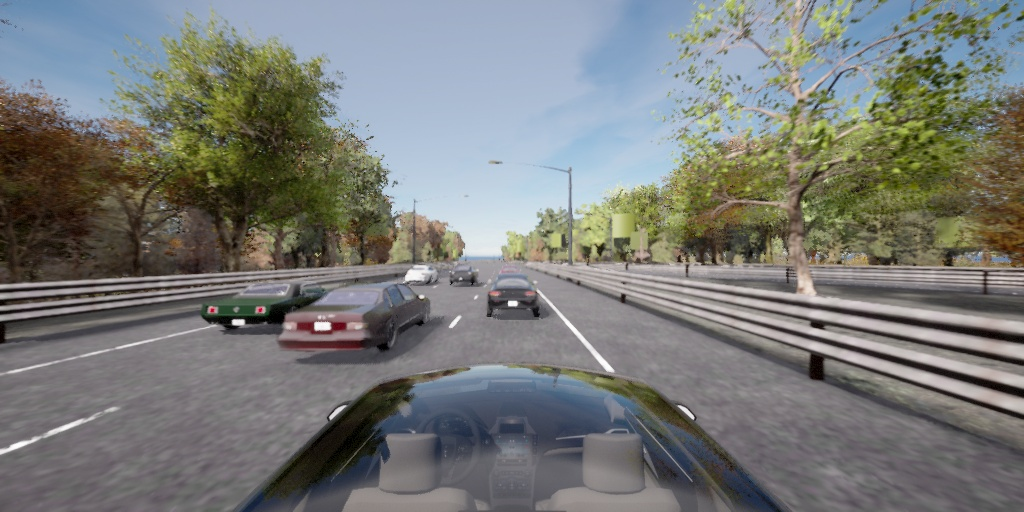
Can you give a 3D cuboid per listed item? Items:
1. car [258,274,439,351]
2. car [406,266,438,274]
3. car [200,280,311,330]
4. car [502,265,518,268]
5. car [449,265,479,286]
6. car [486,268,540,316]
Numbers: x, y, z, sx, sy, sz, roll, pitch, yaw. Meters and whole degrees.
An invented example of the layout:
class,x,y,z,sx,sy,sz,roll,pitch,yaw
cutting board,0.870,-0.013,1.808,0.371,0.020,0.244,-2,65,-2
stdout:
class,x,y,z,sx,sy,sz,roll,pitch,yaw
car,-3.478,1.351,9.097,2.033,1.411,5.357,0,0,0
car,-7.176,1.481,28.813,1.812,1.442,4.674,0,0,-1
car,-6.974,1.422,11.378,1.895,1.301,4.718,0,0,0
car,-0.179,1.479,28.947,1.812,1.442,4.674,0,0,-1
car,-3.663,1.438,27.855,2.128,1.511,4.902,0,0,-1
car,0.018,1.360,13.672,1.812,1.442,4.674,0,0,0
